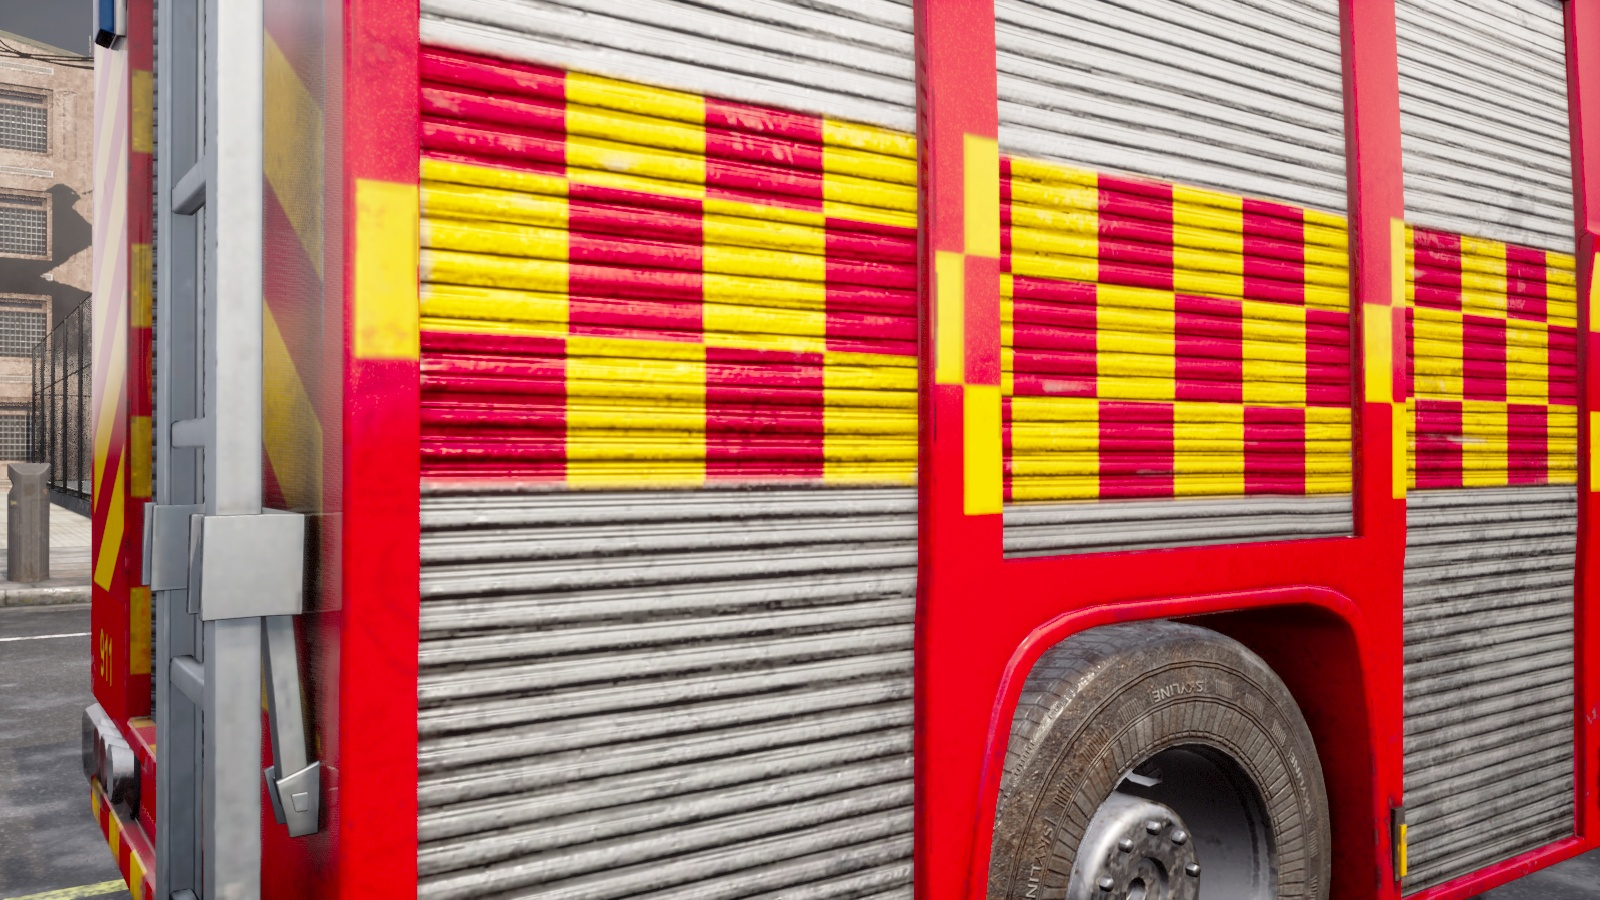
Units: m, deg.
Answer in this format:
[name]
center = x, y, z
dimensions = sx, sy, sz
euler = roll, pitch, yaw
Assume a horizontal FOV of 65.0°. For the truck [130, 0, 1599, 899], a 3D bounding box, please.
[truck]
center = 2.187, -0.412, 5.195
dimensions = 8.468, 3.827, 2.891
euler = 0, 0, -35
